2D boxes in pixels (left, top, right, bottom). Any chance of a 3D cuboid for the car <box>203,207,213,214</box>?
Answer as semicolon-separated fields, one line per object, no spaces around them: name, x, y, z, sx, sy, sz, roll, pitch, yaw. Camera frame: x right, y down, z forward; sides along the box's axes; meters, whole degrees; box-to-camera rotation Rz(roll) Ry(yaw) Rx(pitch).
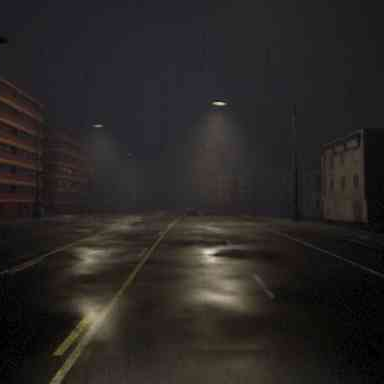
car;3.417;4.018;70.851;1.812;1.442;4.674;0;-3;0

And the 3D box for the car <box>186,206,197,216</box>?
car;-0.072;3.738;61.747;1.994;1.385;4.181;0;-3;0

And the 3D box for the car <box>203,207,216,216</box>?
car;3.428;3.778;61.804;1.895;1.301;4.718;0;-3;0
